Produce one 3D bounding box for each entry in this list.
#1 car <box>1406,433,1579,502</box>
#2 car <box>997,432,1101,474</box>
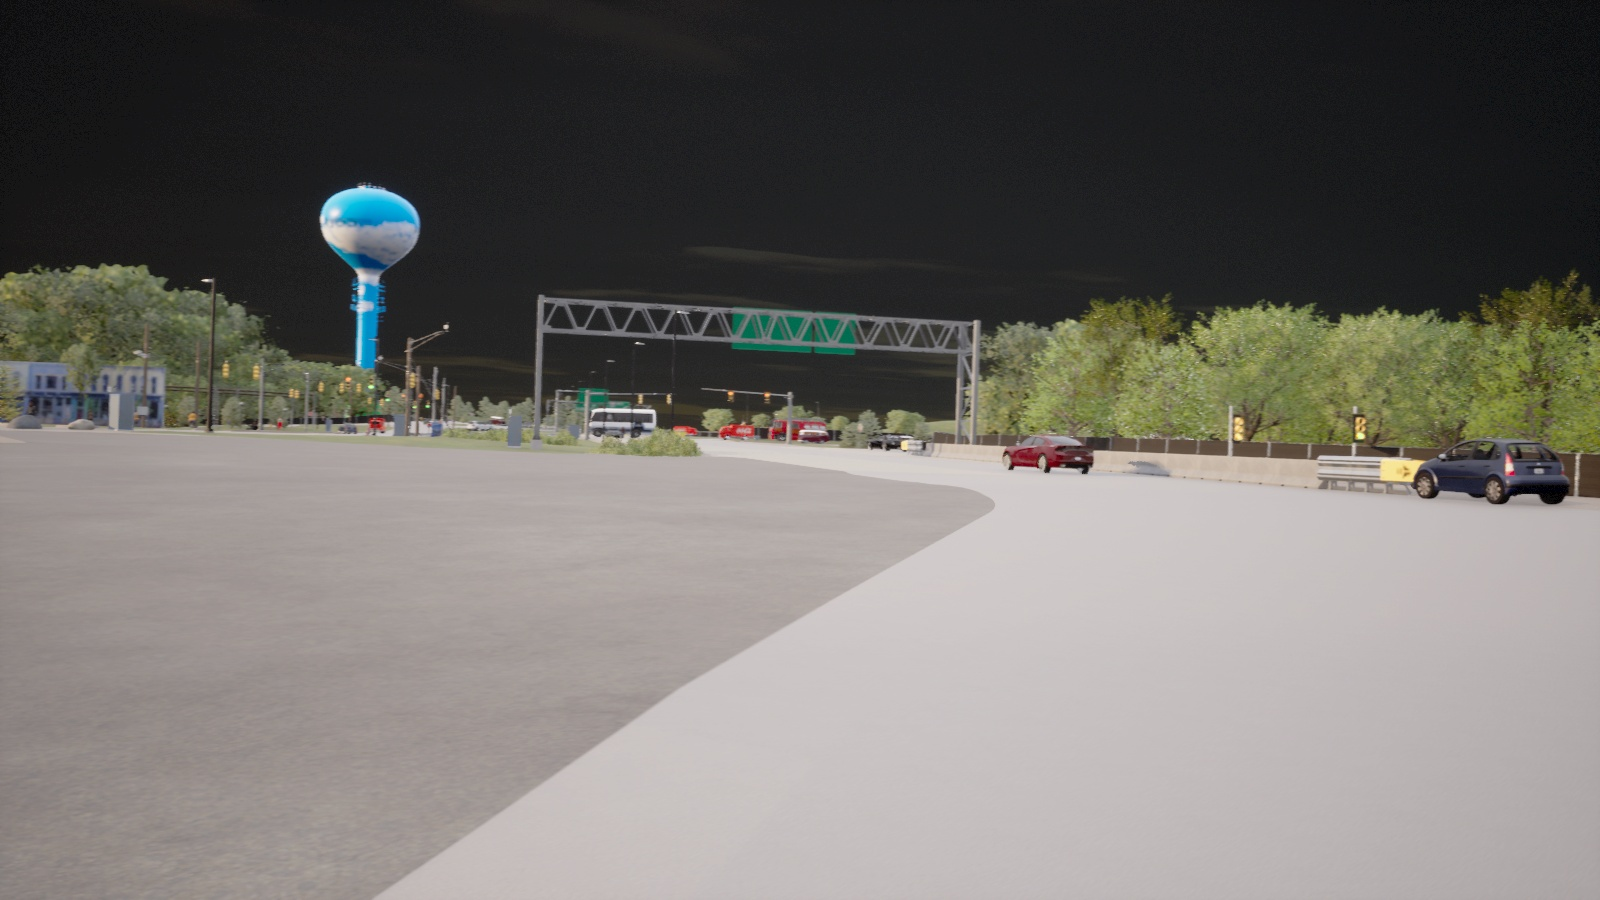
[{"bbox_3d":[17.502,0.391,31.968,1.851,1.617,3.988,-1,1,-8],"label":"car"},{"bbox_3d":[9.836,0.081,50.023,1.882,1.535,5.008,2,1,-17],"label":"car"}]
